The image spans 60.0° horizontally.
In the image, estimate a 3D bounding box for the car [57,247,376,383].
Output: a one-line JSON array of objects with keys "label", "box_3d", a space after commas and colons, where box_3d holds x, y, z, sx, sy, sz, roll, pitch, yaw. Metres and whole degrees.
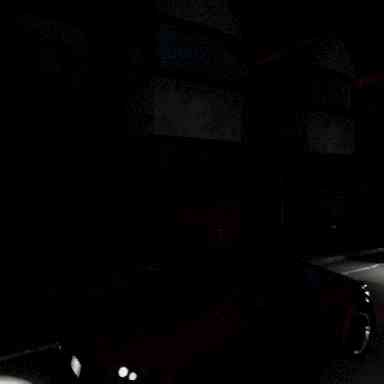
[{"label": "car", "box_3d": [0.526, 1.497, 4.339, 4.181, 1.385, 1.994, 0, 1, -34]}]
